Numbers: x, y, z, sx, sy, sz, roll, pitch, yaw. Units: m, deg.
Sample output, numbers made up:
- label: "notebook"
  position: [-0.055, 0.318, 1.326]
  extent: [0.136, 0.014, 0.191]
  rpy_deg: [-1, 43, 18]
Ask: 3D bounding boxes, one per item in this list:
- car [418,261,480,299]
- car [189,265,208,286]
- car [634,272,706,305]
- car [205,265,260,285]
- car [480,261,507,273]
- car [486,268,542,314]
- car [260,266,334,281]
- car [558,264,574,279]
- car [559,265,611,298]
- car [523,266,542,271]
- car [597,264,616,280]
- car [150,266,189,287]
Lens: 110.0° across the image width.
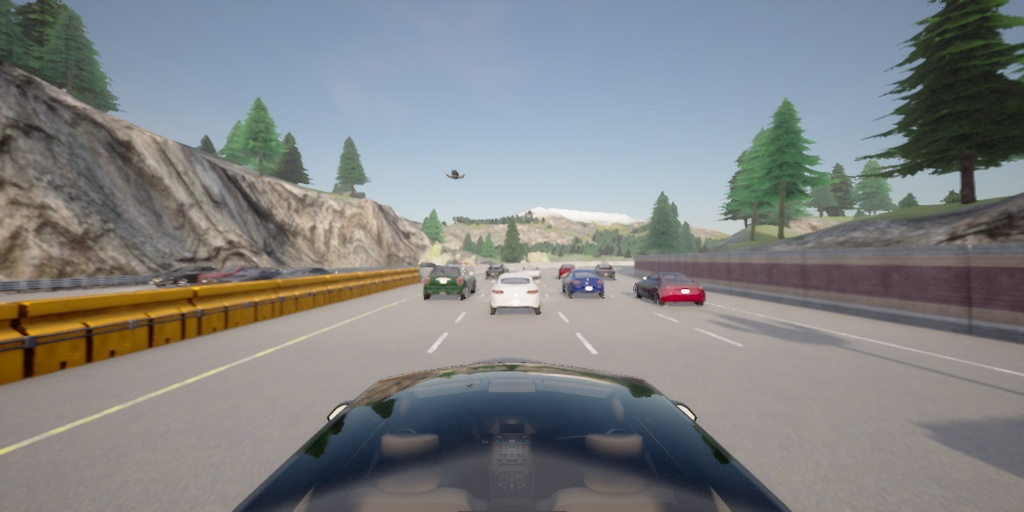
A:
- label: "car"
  position: [-3.180, 1.255, 19.188]
  extent: [2.097, 1.767, 4.553]
  rpy_deg: [0, 0, 2]
- label: "car"
  position: [-20.428, 1.447, 26.568]
  extent: [1.882, 1.535, 5.008]
  rpy_deg: [0, -1, 5]
- label: "car"
  position: [7.219, 1.445, 16.806]
  extent: [1.994, 1.385, 4.181]
  rpy_deg: [0, 0, 2]
- label: "car"
  position: [-17.139, 1.496, 24.223]
  extent: [2.033, 1.411, 5.357]
  rpy_deg: [0, 0, 4]
- label: "car"
  position: [-1.384, 1.544, 36.497]
  extent: [2.128, 1.511, 4.902]
  rpy_deg: [0, -1, 9]
- label: "car"
  position: [0.144, 1.385, 14.305]
  extent: [1.812, 1.442, 4.674]
  rpy_deg: [0, 0, 1]
- label: "car"
  position: [-13.637, 1.447, 23.568]
  extent: [1.837, 1.490, 4.892]
  rpy_deg: [0, -1, 4]
- label: "car"
  position: [5.768, 1.532, 36.781]
  extent: [1.882, 1.535, 5.008]
  rpy_deg: [0, 0, 10]
- label: "car"
  position: [3.835, 1.431, 19.676]
  extent: [1.812, 1.442, 4.674]
  rpy_deg: [0, 0, 3]
- label: "car"
  position: [1.922, 1.642, 35.171]
  extent: [1.895, 1.301, 4.718]
  rpy_deg: [0, -1, 9]
- label: "car"
  position: [9.095, 1.534, 35.502]
  extent: [2.128, 1.511, 4.902]
  rpy_deg: [0, 0, 10]
- label: "car"
  position: [-23.908, 1.477, 26.770]
  extent: [1.837, 1.490, 4.892]
  rpy_deg: [0, -1, 5]
